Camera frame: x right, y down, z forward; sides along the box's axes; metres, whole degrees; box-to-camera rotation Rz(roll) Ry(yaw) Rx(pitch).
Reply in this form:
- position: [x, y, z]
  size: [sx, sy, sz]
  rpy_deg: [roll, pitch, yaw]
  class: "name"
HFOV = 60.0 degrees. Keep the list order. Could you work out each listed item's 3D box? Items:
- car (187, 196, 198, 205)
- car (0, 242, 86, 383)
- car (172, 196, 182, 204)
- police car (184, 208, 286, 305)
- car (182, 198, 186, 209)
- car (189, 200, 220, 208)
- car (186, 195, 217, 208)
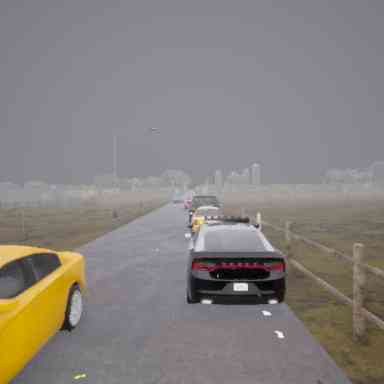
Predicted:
- position: [0.119, 1.543, 58.431]
  size: [1.812, 1.442, 4.674]
  rpy_deg: [0, 0, 0]
  class: "car"
- position: [-2.844, 1.477, 4.037]
  size: [1.882, 1.535, 5.008]
  rpy_deg: [0, 0, 0]
  class: "car"
- position: [-2.624, 1.492, 62.394]
  size: [1.882, 1.535, 5.008]
  rpy_deg: [0, 0, 0]
  class: "car"
- position: [0.842, 1.425, 8.291]
  size: [1.930, 1.638, 5.238]
  rpy_deg: [0, 0, 0]
  class: "police car"
- position: [0.113, 1.367, 45.425]
  size: [2.097, 1.767, 4.553]
  rpy_deg: [0, 0, 1]
  class: "car"
- position: [0.862, 1.457, 18.371]
  size: [1.801, 1.575, 5.366]
  rpy_deg: [0, 0, 0]
  class: "car"
- position: [0.875, 1.228, 24.212]
  size: [2.150, 2.045, 5.566]
  rpy_deg: [0, 0, 0]
  class: "car"
